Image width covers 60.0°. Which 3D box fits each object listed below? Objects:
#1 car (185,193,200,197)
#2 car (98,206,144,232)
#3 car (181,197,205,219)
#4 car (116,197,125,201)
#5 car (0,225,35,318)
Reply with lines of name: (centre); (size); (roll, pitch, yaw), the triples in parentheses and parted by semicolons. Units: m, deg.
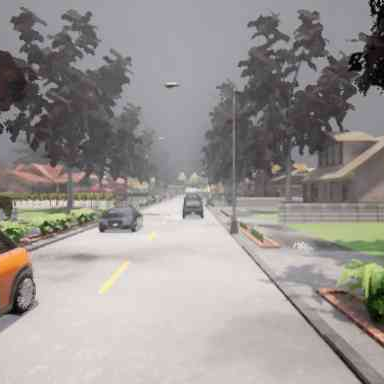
car: (0.075, 1.178, 40.486); (2.150, 2.045, 5.566); (0, 0, 0)
car: (-4.065, 1.541, 19.617); (1.994, 1.385, 4.181); (0, 0, 0)
car: (0.087, 1.472, 29.227); (1.837, 1.490, 4.892); (0, 0, 0)
car: (-16.620, 1.246, 68.313); (5.357, 1.415, 2.033); (0, 0, 0)
car: (-4.084, 1.345, 4.515); (2.097, 1.767, 4.553); (0, 0, 0)
